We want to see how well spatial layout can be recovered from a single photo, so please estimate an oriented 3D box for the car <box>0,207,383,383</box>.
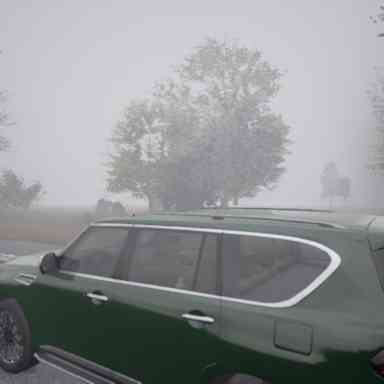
[{"bbox_3d":[-0.239,1.210,3.992,5.566,2.045,2.150,0,0,34],"label":"car"}]
